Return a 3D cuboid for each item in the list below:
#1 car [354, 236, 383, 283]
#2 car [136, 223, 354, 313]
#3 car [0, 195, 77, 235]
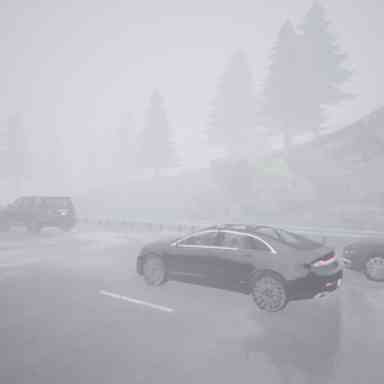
[{"bbox_3d":[6.321,1.504,8.080,4.892,1.490,1.837,0,0,36],"label":"car"},{"bbox_3d":[0.818,1.490,7.707,4.902,1.511,2.128,0,0,36],"label":"car"},{"bbox_3d":[-8.898,1.216,18.941,5.566,2.045,2.150,0,0,36],"label":"car"}]
